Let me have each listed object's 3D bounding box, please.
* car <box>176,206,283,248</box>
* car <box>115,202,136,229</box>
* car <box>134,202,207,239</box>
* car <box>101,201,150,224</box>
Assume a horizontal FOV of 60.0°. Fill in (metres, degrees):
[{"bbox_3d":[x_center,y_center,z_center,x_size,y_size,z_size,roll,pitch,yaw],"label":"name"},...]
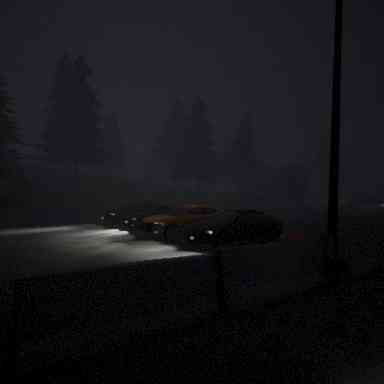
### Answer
[{"bbox_3d":[1.879,1.442,14.014,4.674,1.442,1.812,-1,0,-36],"label":"car"},{"bbox_3d":[-2.066,1.471,19.799,4.181,1.385,1.994,-1,0,-36],"label":"car"},{"bbox_3d":[-0.136,1.389,16.876,5.008,1.535,1.882,-1,0,-36],"label":"car"},{"bbox_3d":[-3.784,1.391,22.875,4.902,1.511,2.128,-1,0,-36],"label":"car"}]
